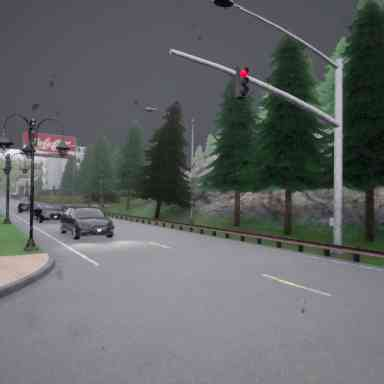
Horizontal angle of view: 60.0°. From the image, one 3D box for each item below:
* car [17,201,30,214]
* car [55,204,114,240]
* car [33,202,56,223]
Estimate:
[{"bbox_3d":[-18.631,1.695,37.809,1.994,1.385,4.181,1,-1,-32],"label":"car"},{"bbox_3d":[-5.587,1.534,17.426,1.837,1.490,4.892,1,-1,-32],"label":"car"},{"bbox_3d":[-10.980,1.635,25.843,1.994,1.385,4.181,1,-1,-33],"label":"car"}]
